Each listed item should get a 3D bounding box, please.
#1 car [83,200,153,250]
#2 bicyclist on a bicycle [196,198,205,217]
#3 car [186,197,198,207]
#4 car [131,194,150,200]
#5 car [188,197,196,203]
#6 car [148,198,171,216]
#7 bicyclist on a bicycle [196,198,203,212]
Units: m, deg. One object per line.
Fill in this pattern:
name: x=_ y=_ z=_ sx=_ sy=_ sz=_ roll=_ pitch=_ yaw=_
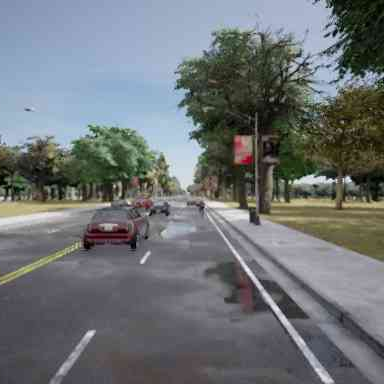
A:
car: x=-3.149 y=1.396 z=14.685 sx=2.097 sy=1.767 sz=4.553 roll=0 pitch=0 yaw=0
bicyclist on a bicycle: x=0.897 y=1.539 z=29.707 sx=0.582 sy=1.620 sz=1.656 roll=0 pitch=-1 yaw=0
car: x=0.030 y=1.701 z=56.288 sx=2.033 sy=1.411 sz=5.357 roll=0 pitch=0 yaw=0
car: x=-6.580 y=1.345 z=43.590 sx=2.150 sy=2.045 sz=5.566 roll=0 pitch=0 yaw=0
car: x=0.012 y=1.803 z=75.740 sx=1.895 sy=1.301 sz=4.718 roll=0 pitch=0 yaw=0
car: x=-3.146 y=1.623 z=33.453 sx=1.812 sy=1.442 sz=4.674 roll=0 pitch=0 yaw=0
bicyclist on a bicycle: x=0.905 y=1.552 z=40.679 sx=0.866 sy=1.612 sz=1.509 roll=0 pitch=0 yaw=0
